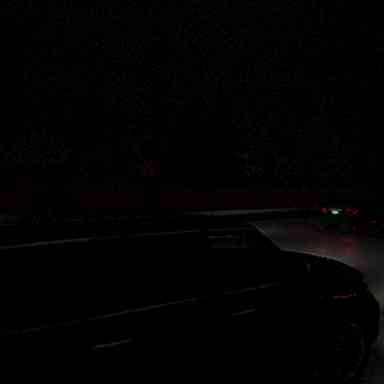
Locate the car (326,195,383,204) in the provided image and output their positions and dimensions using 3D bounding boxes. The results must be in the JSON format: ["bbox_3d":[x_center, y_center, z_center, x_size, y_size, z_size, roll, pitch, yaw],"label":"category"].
[{"bbox_3d":[9.883,1.182,19.499,5.566,2.045,2.150,0,0,-36],"label":"car"}]

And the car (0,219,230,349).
[{"bbox_3d":[-1.774,1.487,6.785,4.902,1.511,2.128,0,0,-36],"label":"car"}]

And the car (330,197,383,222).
[{"bbox_3d":[13.136,1.296,26.168,4.553,1.767,2.097,0,0,-36],"label":"car"}]

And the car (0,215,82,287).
[{"bbox_3d":[-5.578,1.492,8.367,4.902,1.511,2.128,0,0,-36],"label":"car"}]

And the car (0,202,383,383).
[{"bbox_3d":[-0.269,1.216,3.557,5.566,2.045,2.150,0,0,-36],"label":"car"}]
